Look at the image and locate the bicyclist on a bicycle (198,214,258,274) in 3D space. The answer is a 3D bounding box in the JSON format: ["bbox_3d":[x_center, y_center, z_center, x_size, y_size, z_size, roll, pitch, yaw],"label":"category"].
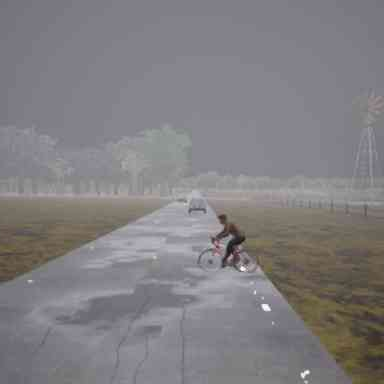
[{"bbox_3d":[0.994,1.436,9.065,1.656,1.620,0.582,0,0,1],"label":"bicyclist on a bicycle"}]

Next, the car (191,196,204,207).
[{"bbox_3d":[0.789,1.337,50.166,1.882,1.535,5.008,0,0,1],"label":"car"}]

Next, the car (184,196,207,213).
[{"bbox_3d":[0.579,1.458,35.719,2.033,1.411,5.357,0,0,1],"label":"car"}]

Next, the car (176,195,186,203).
[{"bbox_3d":[-1.912,1.286,63.506,1.882,1.535,5.008,0,0,1],"label":"car"}]
